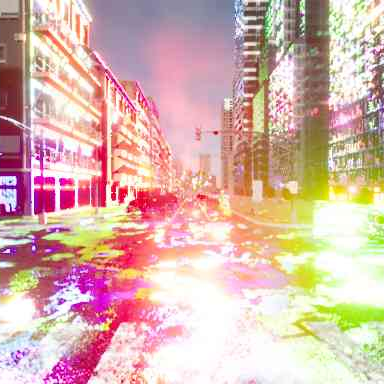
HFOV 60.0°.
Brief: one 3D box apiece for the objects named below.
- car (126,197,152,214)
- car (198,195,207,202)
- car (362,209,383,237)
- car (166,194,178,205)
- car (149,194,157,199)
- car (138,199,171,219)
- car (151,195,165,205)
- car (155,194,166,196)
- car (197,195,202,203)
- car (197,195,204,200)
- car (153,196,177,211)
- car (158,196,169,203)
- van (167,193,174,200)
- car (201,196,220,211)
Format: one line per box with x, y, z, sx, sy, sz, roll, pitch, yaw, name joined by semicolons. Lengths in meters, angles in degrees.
-5.808;1.520;35.384;1.887;1.381;4.507;-1;0;0;car
2.419;1.505;75.009;1.887;1.381;4.507;-1;0;0;car
10.781;1.157;14.970;5.566;2.045;2.150;0;1;3;car
-3.241;1.458;53.330;2.128;1.511;4.902;0;0;0;car
-5.827;1.412;41.033;1.967;1.590;4.097;-1;0;0;car
-3.187;1.543;29.170;1.994;1.385;4.181;0;0;0;car
-5.878;1.405;57.979;1.967;1.590;4.097;-1;0;0;car
-5.863;1.282;52.331;2.192;1.841;5.009;-1;0;0;car
2.453;1.515;63.711;2.008;1.369;4.403;-1;0;0;car
2.366;1.482;92.126;1.752;1.417;4.829;-1;0;0;car
-3.211;1.537;39.691;1.994;1.385;4.181;0;0;0;car
-5.911;1.544;69.278;1.802;1.307;4.206;-1;0;0;car
-5.983;1.298;91.872;1.690;1.788;3.998;-1;0;0;van
2.522;1.517;41.115;1.887;1.381;4.507;-1;0;0;car
